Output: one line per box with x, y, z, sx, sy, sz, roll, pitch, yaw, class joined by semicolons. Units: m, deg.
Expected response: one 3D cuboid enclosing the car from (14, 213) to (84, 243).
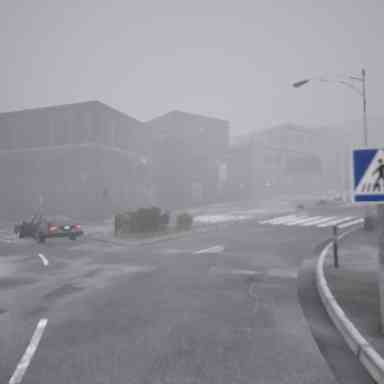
-7.657;1.801;17.556;2.033;1.411;5.357;1;-2;-44;car
